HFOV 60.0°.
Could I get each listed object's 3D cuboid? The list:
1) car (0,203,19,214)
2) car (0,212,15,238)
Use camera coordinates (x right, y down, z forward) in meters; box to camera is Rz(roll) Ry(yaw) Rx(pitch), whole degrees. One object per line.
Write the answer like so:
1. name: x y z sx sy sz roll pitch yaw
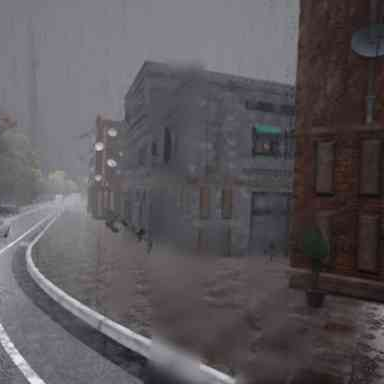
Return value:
1. car: -23.598 2.144 42.886 2.033 1.411 5.357 2 -1 -19
2. car: -10.951 1.944 17.549 1.895 1.301 4.718 2 -2 -20
